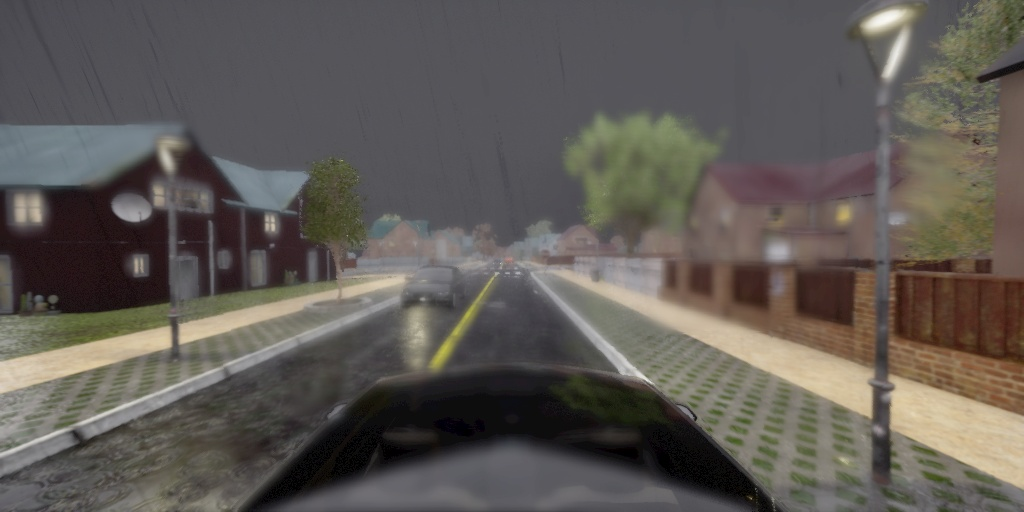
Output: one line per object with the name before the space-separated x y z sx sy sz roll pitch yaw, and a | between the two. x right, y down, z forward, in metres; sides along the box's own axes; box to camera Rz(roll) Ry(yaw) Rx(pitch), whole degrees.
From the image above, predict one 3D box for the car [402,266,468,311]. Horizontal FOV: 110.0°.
car | -2.842 1.168 14.092 1.837 1.490 4.892 0 0 0
